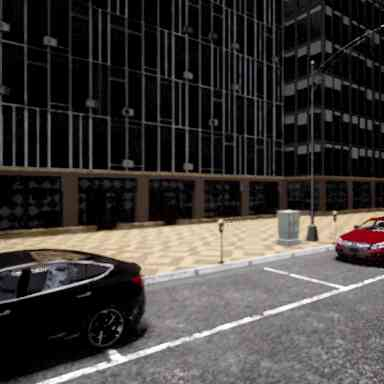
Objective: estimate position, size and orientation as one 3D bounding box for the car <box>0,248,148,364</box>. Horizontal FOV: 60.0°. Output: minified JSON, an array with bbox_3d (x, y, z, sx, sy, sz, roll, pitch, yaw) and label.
[{"bbox_3d":[-2.710,1.560,4.626,4.313,1.339,1.947,0,1,-35],"label":"car"}]

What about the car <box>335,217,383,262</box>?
[{"bbox_3d":[6.579,1.504,11.204,4.206,1.307,1.802,0,1,-35],"label":"car"}]
